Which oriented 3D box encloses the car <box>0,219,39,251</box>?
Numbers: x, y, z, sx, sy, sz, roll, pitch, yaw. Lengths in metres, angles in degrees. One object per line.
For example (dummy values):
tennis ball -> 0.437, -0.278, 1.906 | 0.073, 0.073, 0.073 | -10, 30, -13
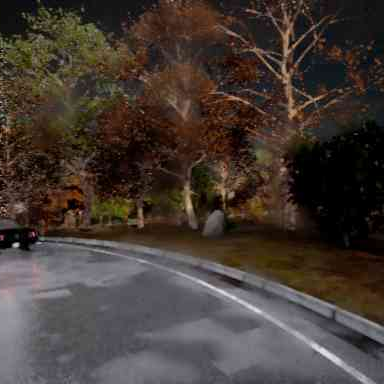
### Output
car -> -8.509, 1.781, 13.549 | 4.718, 1.301, 1.895 | -3, -1, 30
